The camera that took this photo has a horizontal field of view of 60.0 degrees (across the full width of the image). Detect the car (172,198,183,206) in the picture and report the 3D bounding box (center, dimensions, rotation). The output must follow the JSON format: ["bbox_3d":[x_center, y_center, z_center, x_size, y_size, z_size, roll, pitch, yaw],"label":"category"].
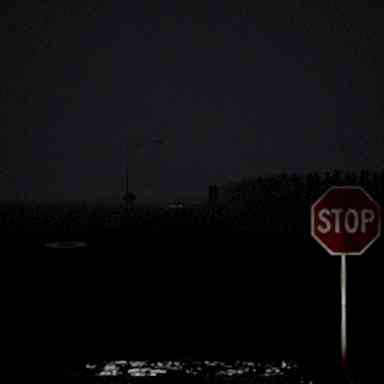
[{"bbox_3d":[-2.813,1.906,65.474,2.033,1.411,5.357,0,0,0],"label":"car"}]
